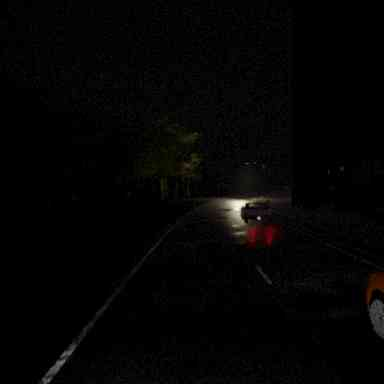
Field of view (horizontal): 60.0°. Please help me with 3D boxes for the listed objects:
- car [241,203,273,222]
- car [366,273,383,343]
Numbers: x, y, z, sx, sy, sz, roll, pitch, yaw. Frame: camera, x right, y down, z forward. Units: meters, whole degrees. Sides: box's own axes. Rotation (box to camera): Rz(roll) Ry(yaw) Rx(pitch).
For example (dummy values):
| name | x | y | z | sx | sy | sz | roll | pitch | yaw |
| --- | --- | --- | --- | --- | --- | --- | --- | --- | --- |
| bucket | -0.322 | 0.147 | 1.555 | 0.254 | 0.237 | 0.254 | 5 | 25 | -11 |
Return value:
| name | x | y | z | sx | sy | sz | roll | pitch | yaw |
| --- | --- | --- | --- | --- | --- | --- | --- | --- | --- |
| car | 4.572 | 1.416 | 24.047 | 1.895 | 1.301 | 4.718 | 0 | 0 | 4 |
| car | 3.666 | 1.458 | 3.276 | 1.882 | 1.535 | 5.008 | 0 | 0 | 1 |
